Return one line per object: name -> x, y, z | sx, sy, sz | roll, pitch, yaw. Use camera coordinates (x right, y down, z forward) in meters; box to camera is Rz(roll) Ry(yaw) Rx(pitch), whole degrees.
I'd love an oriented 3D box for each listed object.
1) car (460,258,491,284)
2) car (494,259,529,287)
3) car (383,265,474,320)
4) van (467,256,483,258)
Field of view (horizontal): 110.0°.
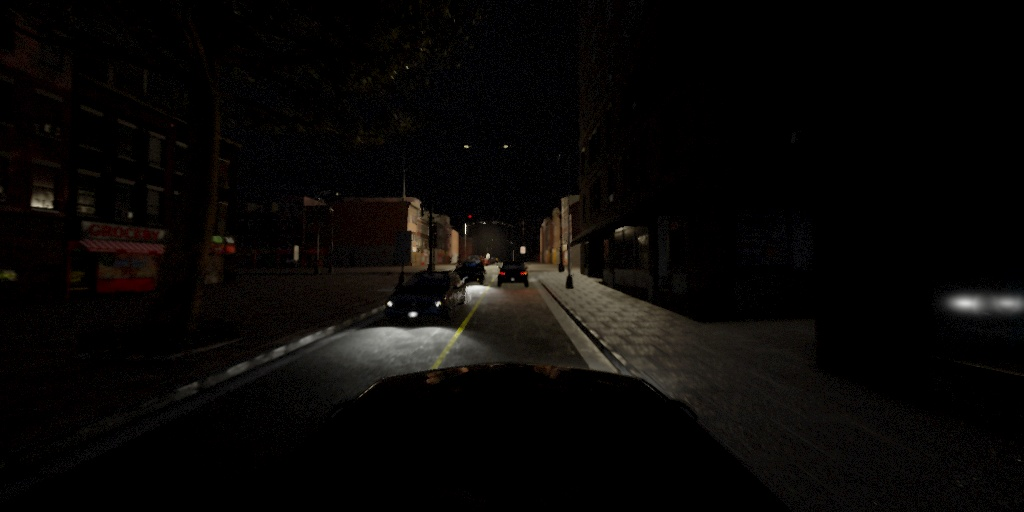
car -> -2.757, 1.073, 23.782 | 1.994, 1.385, 4.181 | 0, 1, 1
car -> 0.077, 1.067, 22.175 | 1.812, 1.442, 4.674 | 0, 1, 1
car -> -2.760, 1.234, 12.708 | 2.033, 1.411, 5.357 | 0, 1, 0
van -> -5.404, 0.833, 49.171 | 1.690, 1.789, 3.998 | 0, 0, 0
